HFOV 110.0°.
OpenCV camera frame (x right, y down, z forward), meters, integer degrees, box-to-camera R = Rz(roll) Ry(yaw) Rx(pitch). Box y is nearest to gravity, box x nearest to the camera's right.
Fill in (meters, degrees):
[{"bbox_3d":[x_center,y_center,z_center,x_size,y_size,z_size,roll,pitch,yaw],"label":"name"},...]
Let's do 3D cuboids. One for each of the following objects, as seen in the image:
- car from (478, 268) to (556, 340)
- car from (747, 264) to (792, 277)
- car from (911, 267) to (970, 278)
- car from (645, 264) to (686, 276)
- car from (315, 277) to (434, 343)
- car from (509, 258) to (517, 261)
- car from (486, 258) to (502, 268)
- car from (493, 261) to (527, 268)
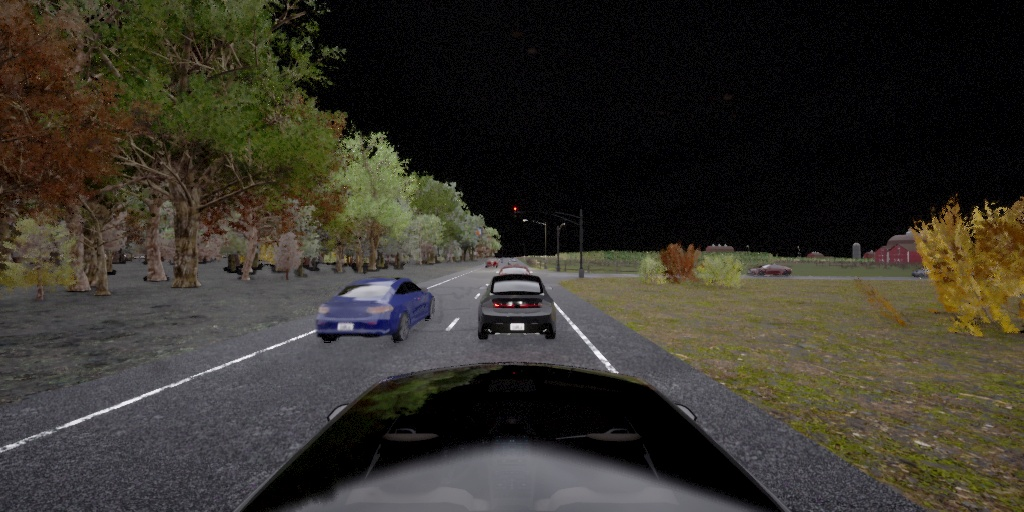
[{"bbox_3d":[0.112,1.257,10.049,1.837,1.490,4.892,0,0,0],"label":"car"},{"bbox_3d":[30.181,1.662,42.046,4.674,1.442,1.812,1,-1,0],"label":"car"},{"bbox_3d":[49.628,1.874,41.871,4.674,1.442,1.812,1,-1,1],"label":"car"},{"bbox_3d":[18.057,1.496,42.140,4.902,1.511,2.128,1,-1,1],"label":"car"},{"bbox_3d":[-3.389,1.278,9.604,1.812,1.442,4.674,0,0,0],"label":"car"},{"bbox_3d":[0.194,1.246,63.876,2.128,1.511,4.902,0,0,0],"label":"car"},{"bbox_3d":[-3.316,1.106,63.048,2.097,1.767,4.553,0,0,0],"label":"car"},{"bbox_3d":[0.128,1.232,19.413,1.882,1.535,5.008,0,0,0],"label":"car"}]
